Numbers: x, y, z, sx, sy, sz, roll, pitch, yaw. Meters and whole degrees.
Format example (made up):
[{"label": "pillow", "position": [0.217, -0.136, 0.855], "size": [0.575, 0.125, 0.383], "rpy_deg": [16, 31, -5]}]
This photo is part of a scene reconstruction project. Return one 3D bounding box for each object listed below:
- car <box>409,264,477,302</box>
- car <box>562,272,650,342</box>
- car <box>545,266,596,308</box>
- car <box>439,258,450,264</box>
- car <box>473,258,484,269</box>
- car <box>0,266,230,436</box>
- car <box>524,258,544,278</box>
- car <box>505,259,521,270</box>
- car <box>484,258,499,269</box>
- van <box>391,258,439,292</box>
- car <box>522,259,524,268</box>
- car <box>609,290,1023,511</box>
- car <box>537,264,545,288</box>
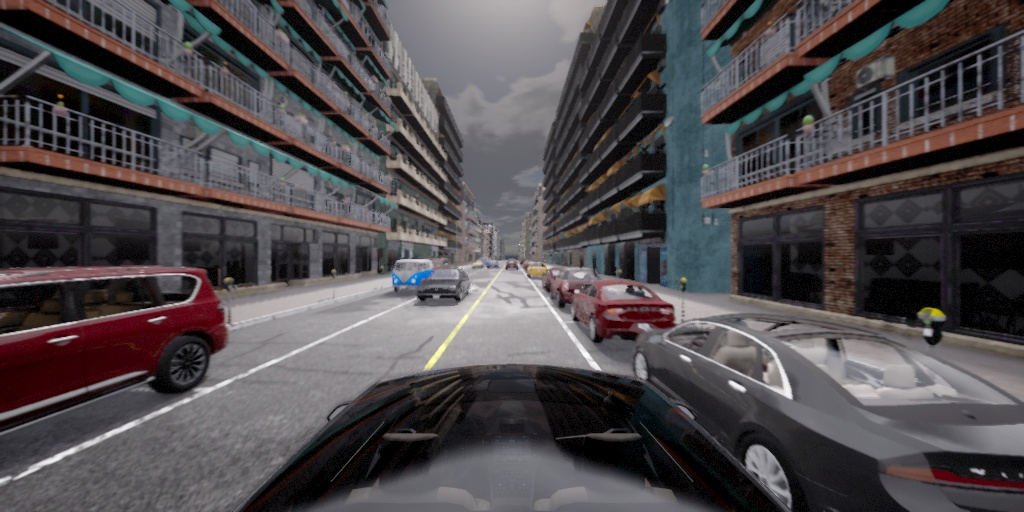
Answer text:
[{"label": "car", "position": [-3.105, 1.297, 17.362], "size": [2.033, 1.411, 5.357], "rpy_deg": [0, 0, 0]}, {"label": "car", "position": [2.688, 1.294, 9.564], "size": [1.888, 1.381, 4.507], "rpy_deg": [0, 0, 0]}, {"label": "car", "position": [2.686, 1.189, 15.224], "size": [1.967, 1.591, 4.097], "rpy_deg": [0, 0, 0]}, {"label": "car", "position": [-5.698, 1.074, 26.566], "size": [2.192, 1.841, 5.009], "rpy_deg": [0, 0, 0]}, {"label": "car", "position": [-5.709, 1.354, 60.367], "size": [1.751, 1.417, 4.829], "rpy_deg": [0, 0, 0]}, {"label": "car", "position": [-5.691, 1.064, 3.920], "size": [2.192, 1.841, 5.009], "rpy_deg": [0, 0, 0]}, {"label": "car", "position": [2.340, 1.229, 34.025], "size": [1.801, 1.575, 5.366], "rpy_deg": [0, 0, 0]}, {"label": "car", "position": [-0.011, 1.336, 52.899], "size": [1.812, 1.442, 4.674], "rpy_deg": [0, 0, 0]}, {"label": "car", "position": [-3.067, 1.349, 58.418], "size": [1.812, 1.442, 4.674], "rpy_deg": [0, 0, 0]}, {"label": "van", "position": [-5.696, 1.092, 20.907], "size": [1.690, 1.789, 3.998], "rpy_deg": [0, 0, 0]}, {"label": "car", "position": [2.675, 1.348, 49.193], "size": [1.888, 1.381, 4.507], "rpy_deg": [0, 0, 0]}, {"label": "car", "position": [2.690, 1.300, 3.902], "size": [2.007, 1.370, 4.403], "rpy_deg": [0, 0, 0]}, {"label": "car", "position": [2.684, 1.334, 20.887], "size": [1.802, 1.307, 4.207], "rpy_deg": [0, 0, 0]}]
